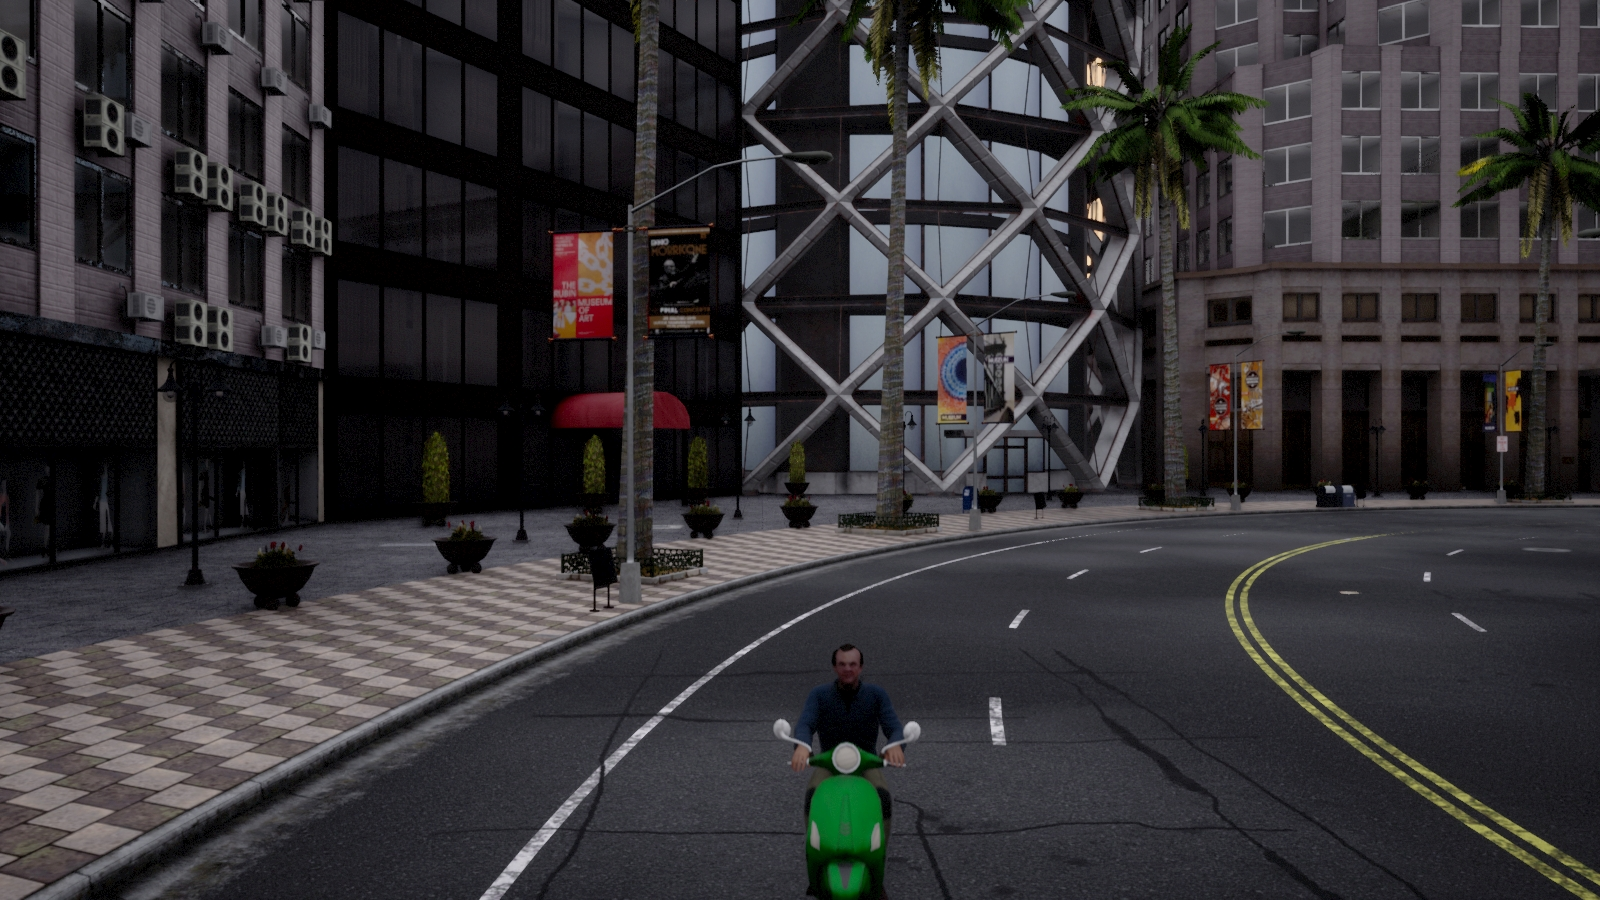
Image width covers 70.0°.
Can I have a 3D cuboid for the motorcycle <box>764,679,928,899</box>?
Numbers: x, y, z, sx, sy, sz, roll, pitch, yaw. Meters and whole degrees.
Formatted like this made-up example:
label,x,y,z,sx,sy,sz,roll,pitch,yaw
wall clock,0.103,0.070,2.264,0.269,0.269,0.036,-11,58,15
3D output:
label,x,y,z,sx,sy,sz,roll,pitch,yaw
motorcycle,0.295,2.182,6.869,0.856,1.236,1.805,0,0,3
